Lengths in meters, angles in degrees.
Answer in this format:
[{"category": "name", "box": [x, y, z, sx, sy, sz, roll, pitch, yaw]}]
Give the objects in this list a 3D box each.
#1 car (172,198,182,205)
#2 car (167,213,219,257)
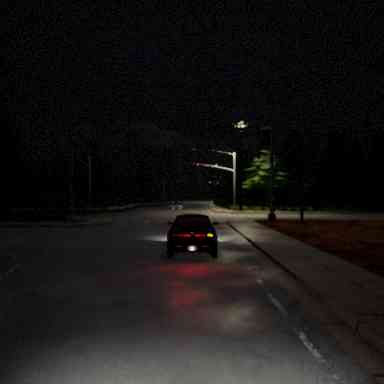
[{"category": "car", "box": [-3.356, 2.170, 73.890, 1.837, 1.490, 4.892, 0, -1, 1]}, {"category": "car", "box": [0.024, 1.631, 13.501, 1.837, 1.490, 4.892, 0, 0, 0]}]
